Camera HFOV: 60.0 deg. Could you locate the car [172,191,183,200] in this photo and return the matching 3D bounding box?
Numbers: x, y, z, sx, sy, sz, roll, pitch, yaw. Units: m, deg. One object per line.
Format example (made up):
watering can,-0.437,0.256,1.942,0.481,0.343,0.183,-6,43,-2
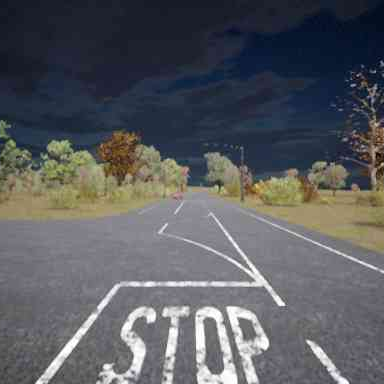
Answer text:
car,-3.323,0.741,75.646,2.150,2.045,5.566,0,0,0
